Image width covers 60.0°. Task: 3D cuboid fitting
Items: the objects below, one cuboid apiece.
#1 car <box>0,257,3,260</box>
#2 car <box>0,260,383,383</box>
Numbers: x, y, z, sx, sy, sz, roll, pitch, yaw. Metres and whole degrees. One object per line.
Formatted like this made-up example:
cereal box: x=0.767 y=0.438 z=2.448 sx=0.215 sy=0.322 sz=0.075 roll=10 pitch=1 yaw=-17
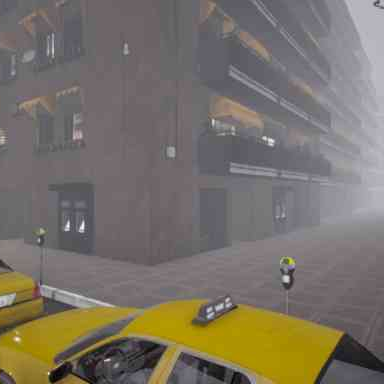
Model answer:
car: x=-4.618 y=1.527 z=6.031 sx=4.829 sy=1.417 sz=1.752 roll=0 pitch=0 yaw=36
car: x=-0.031 y=1.525 z=2.749 sx=4.829 sy=1.417 sz=1.752 roll=0 pitch=0 yaw=36
